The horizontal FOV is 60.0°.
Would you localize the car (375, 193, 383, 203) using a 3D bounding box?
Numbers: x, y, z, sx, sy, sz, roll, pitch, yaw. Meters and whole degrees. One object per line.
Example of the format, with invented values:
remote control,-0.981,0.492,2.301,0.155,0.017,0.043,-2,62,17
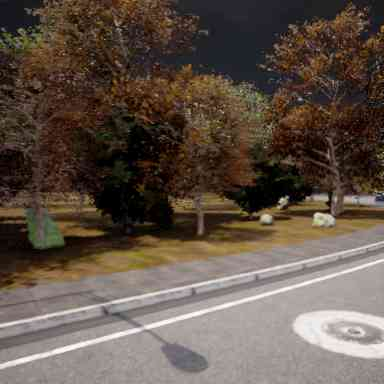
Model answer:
car,28.213,0.902,48.204,1.812,1.442,4.674,-2,1,6
